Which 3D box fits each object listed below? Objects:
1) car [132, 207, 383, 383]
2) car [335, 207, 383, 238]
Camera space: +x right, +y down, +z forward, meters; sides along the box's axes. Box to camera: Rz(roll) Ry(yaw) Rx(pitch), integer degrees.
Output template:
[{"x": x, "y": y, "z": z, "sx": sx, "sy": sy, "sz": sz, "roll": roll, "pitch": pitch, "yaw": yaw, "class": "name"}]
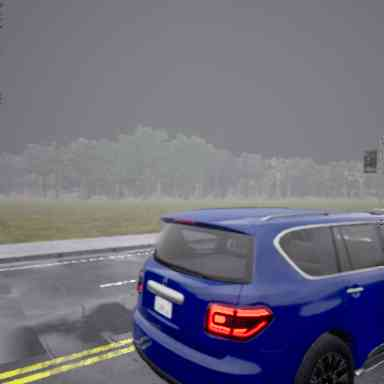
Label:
[{"x": 1.904, "y": 1.247, "z": 4.809, "sx": 5.566, "sy": 2.045, "sz": 2.150, "roll": 1, "pitch": 0, "yaw": -35, "class": "car"}, {"x": 10.833, "y": 1.684, "z": 19.408, "sx": 5.357, "sy": 1.411, "sz": 2.033, "roll": 0, "pitch": 0, "yaw": -36, "class": "car"}]
